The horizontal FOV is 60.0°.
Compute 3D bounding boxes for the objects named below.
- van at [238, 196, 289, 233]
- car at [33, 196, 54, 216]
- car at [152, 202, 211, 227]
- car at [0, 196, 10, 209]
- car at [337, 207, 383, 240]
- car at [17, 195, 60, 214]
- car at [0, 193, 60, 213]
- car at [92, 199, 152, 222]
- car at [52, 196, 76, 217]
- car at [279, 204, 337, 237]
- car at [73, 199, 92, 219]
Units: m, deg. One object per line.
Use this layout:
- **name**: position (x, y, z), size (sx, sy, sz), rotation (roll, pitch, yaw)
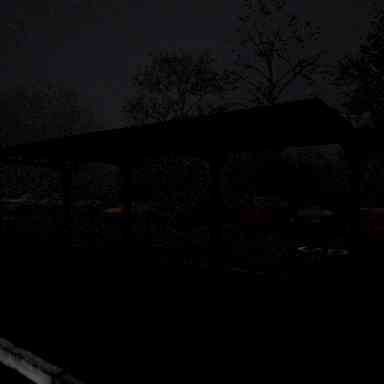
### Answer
- **van**: position (4.459, 1.246, 19.647), size (1.878, 1.987, 4.442), rotation (0, 0, 35)
- **car**: position (-11.467, 1.374, 30.778), size (2.097, 1.535, 5.008), rotation (0, 0, 35)
- **car**: position (-0.157, 1.473, 22.734), size (2.163, 1.488, 4.792), rotation (0, 0, 35)
- **car**: position (-25.082, 1.307, 40.367), size (2.163, 1.488, 4.792), rotation (1, 0, 35)
- **car**: position (8.920, 1.500, 16.342), size (2.097, 1.535, 5.008), rotation (0, 0, 35)
- **car**: position (-13.733, 1.360, 32.381), size (2.097, 1.535, 5.008), rotation (0, 0, 35)
- **car**: position (-16.017, 1.094, 33.955), size (2.435, 2.045, 5.566), rotation (0, 0, 35)
- **car**: position (-4.780, 1.412, 25.813), size (1.946, 1.575, 5.366), rotation (0, 0, 35)
- **car**: position (-9.200, 1.389, 29.175), size (2.231, 1.521, 4.892), rotation (0, 0, 35)
- **car**: position (6.654, 1.526, 17.948), size (2.002, 1.452, 4.674), rotation (0, 0, 35)
- **car**: position (-6.922, 1.431, 27.591), size (2.163, 1.488, 4.792), rotation (0, 0, 35)
